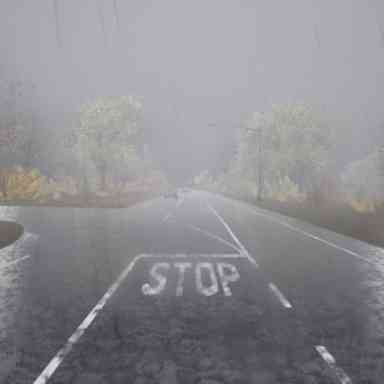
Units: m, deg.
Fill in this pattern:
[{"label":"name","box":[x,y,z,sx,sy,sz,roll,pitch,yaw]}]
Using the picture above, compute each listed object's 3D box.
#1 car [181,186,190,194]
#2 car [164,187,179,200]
[{"label":"car","box":[-1.744,-0.605,95.261,2.150,2.045,5.566,0,1,6]},{"label":"car","box":[-3.382,0.183,54.609,2.150,2.045,5.566,0,1,0]}]
